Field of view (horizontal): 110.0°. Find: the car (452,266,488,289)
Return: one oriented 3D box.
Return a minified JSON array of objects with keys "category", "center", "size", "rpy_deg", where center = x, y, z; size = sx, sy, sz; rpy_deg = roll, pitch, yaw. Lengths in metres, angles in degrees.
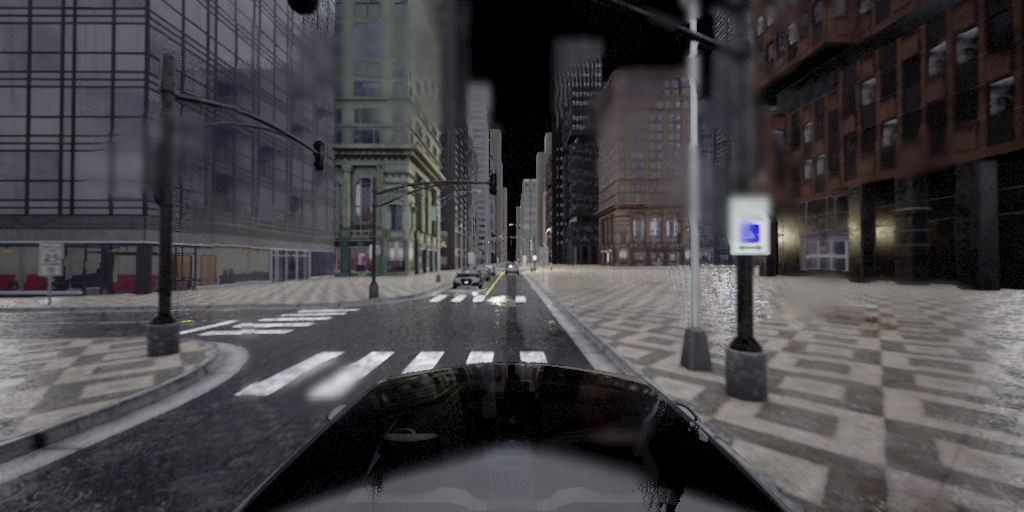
[{"category":"car","center":[-3.090,1.618,26.132],"size":[1.994,1.385,4.181],"rpy_deg":[0,-1,0]}]

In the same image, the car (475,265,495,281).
[{"category":"car","center":[-3.078,1.660,35.104],"size":[2.128,1.511,4.902],"rpy_deg":[0,-1,0]}]

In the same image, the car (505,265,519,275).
[{"category":"car","center":[0.023,1.933,50.541],"size":[1.994,1.385,4.181],"rpy_deg":[0,-1,0]}]
